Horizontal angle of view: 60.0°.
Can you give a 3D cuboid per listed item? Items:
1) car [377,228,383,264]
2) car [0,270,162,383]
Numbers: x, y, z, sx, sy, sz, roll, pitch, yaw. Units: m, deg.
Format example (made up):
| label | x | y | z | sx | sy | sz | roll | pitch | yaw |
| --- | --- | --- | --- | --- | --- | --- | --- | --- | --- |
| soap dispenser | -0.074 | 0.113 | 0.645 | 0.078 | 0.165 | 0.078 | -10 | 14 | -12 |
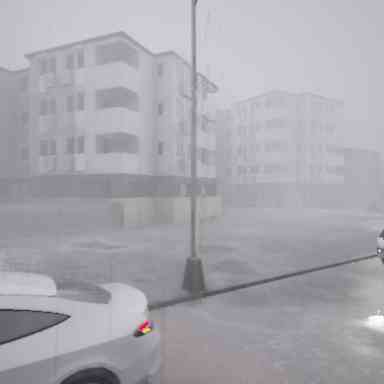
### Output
| label | x | y | z | sx | sy | sz | roll | pitch | yaw |
| --- | --- | --- | --- | --- | --- | --- | --- | --- | --- |
| car | 7.881 | 1.197 | 10.104 | 5.566 | 2.045 | 2.150 | 0 | 0 | -35 |
| car | -2.485 | 1.527 | 2.827 | 4.674 | 1.442 | 1.812 | 0 | 0 | -35 |
